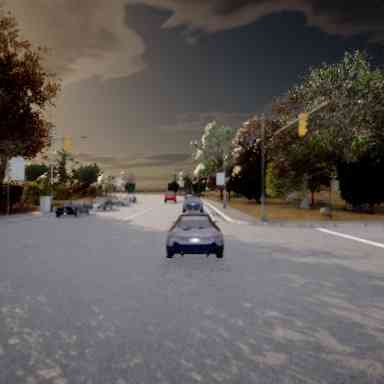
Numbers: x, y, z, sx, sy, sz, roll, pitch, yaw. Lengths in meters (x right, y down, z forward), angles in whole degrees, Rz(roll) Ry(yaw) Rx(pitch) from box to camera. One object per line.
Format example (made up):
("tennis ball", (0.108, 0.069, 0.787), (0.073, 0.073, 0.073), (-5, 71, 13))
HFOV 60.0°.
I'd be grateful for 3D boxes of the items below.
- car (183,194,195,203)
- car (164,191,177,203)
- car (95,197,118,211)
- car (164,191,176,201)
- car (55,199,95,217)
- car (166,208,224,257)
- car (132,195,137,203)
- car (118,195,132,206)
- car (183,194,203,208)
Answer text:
("car", (-0.576, 1.161, 62.921), (1.882, 1.535, 5.008), (0, 1, -4))
("car", (-3.949, 0.925, 60.762), (2.150, 2.045, 5.566), (0, 1, -3))
("car", (-10.581, 1.356, 39.097), (2.128, 1.511, 4.902), (0, 0, 0))
("car", (-4.741, 0.820, 71.508), (2.150, 2.045, 5.566), (0, 1, -7))
("car", (-10.603, 1.501, 29.994), (1.895, 1.301, 4.718), (0, 0, 0))
("car", (0.100, 1.521, 12.711), (1.994, 1.385, 4.181), (0, 0, 0))
("car", (-10.896, 1.242, 59.332), (1.812, 1.442, 4.674), (0, 1, -2))
("car", (-10.588, 1.404, 49.053), (1.895, 1.301, 4.718), (0, 0, -1))
("car", (0.097, 1.233, 35.258), (2.097, 1.767, 4.553), (0, 0, 0))
